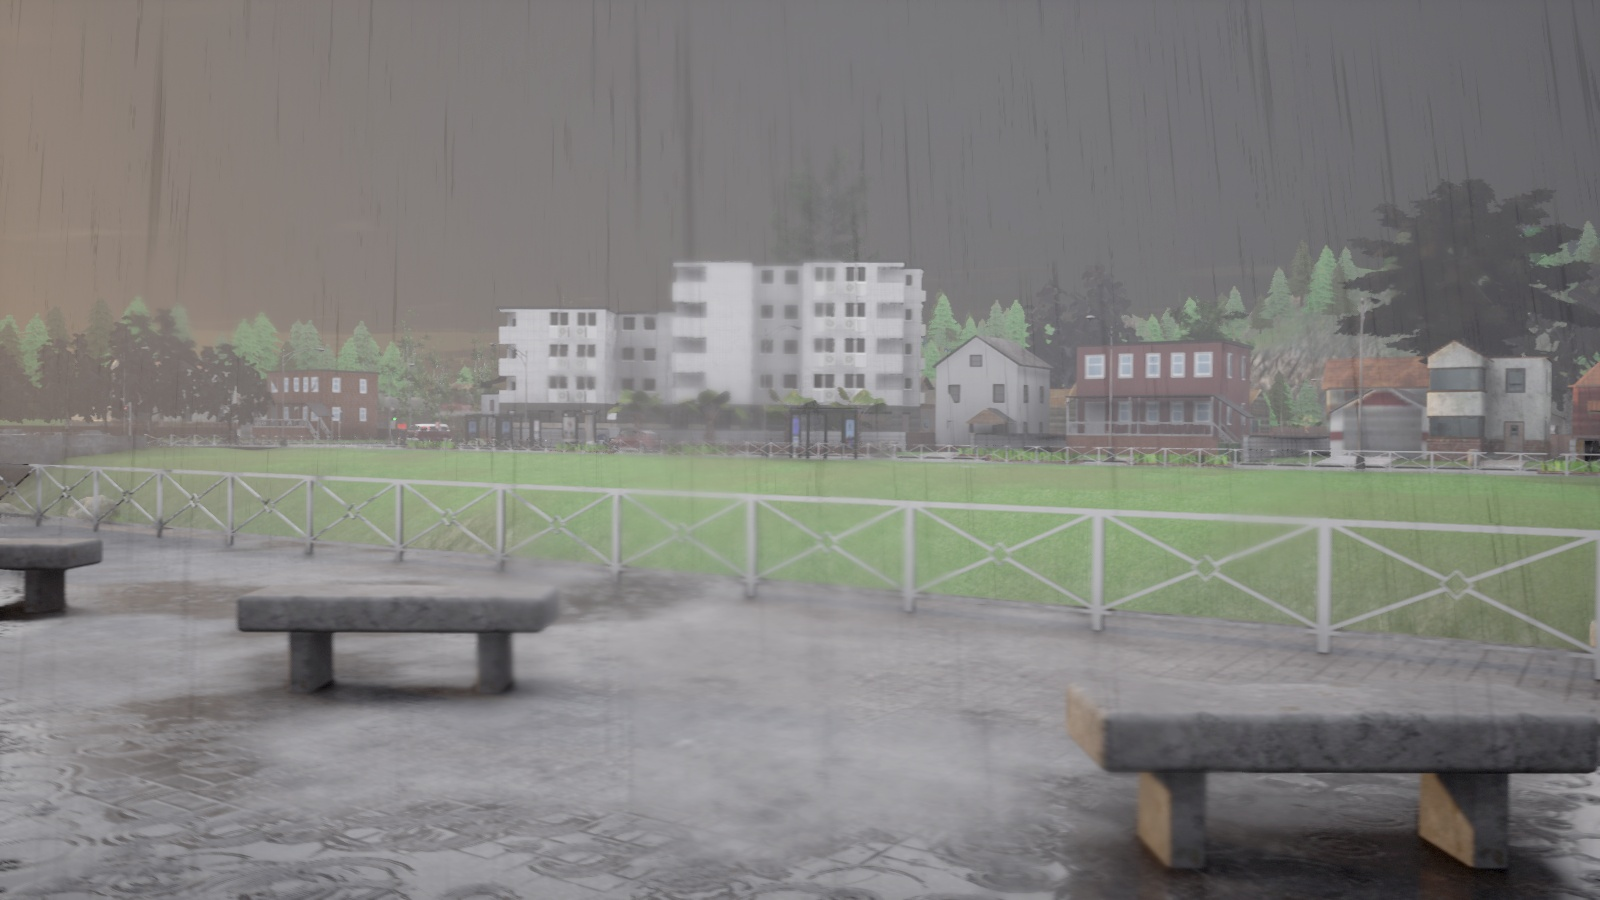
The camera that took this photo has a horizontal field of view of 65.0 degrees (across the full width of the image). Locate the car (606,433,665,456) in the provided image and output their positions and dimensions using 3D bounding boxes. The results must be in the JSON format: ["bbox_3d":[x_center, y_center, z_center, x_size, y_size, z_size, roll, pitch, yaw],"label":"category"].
[{"bbox_3d":[-11.258,-0.359,85.781,3.705,1.549,1.789,0,1,34],"label":"car"}]
